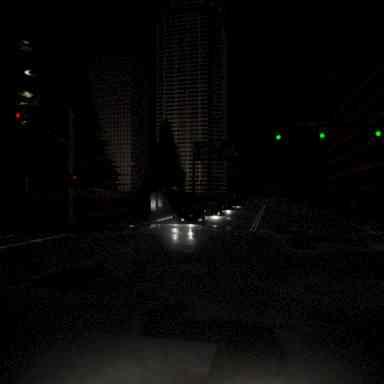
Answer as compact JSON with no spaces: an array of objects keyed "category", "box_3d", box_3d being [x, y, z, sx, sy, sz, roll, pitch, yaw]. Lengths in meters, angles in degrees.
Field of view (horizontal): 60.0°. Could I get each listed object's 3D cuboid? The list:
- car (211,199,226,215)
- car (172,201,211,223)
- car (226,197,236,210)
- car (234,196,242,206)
[{"category":"car","box_3d":[2.229,1.714,37.526,1.882,1.535,5.008,0,0,13]},{"category":"car","box_3d":[-0.098,1.725,27.607,2.033,1.411,5.357,0,0,13]},{"category":"car","box_3d":[4.806,1.805,48.496,1.837,1.490,4.892,0,0,13]},{"category":"car","box_3d":[8.525,1.972,63.978,2.033,1.411,5.357,0,0,13]}]
